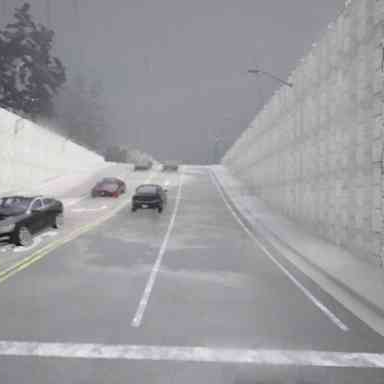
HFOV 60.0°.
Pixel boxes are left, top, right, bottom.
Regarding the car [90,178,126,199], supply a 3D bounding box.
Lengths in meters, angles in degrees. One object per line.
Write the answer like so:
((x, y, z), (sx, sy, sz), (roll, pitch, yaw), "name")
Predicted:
((-6.418, -0.398, 25.795), (1.994, 1.385, 4.181), (1, 9, 0), "car")

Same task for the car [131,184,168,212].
((-2.702, 0.261, 21.343), (1.837, 1.490, 4.892), (1, 7, 0), "car")

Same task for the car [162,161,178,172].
((-2.845, -3.513, 44.578), (1.895, 1.301, 4.718), (1, 10, 0), "car")

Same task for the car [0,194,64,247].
((-6.346, 0.890, 12.262), (2.128, 1.511, 4.902), (1, 5, 0), "car")

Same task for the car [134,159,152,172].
((-6.433, -3.620, 44.010), (1.882, 1.535, 5.008), (1, 10, 0), "car")
